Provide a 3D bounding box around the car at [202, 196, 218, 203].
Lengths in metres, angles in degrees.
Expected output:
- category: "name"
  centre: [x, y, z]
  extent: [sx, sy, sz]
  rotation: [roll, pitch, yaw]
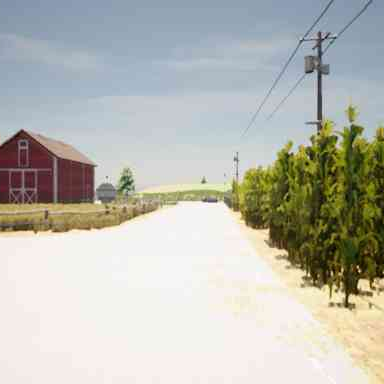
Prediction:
- category: "car"
  centre: [3.579, 1.509, 66.428]
  extent: [1.994, 1.385, 4.181]
  rotation: [0, 0, -20]
